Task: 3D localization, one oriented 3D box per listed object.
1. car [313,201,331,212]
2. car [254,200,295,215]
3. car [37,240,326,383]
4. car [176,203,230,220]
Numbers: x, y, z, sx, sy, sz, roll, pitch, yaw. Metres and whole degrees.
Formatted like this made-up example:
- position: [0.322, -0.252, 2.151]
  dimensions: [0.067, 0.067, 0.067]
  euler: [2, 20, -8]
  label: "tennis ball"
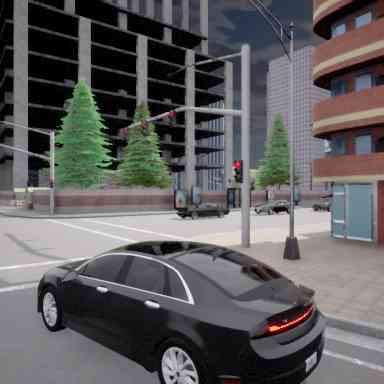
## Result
- position: [16.675, 1.407, 40.284]
  dimensions: [4.553, 1.767, 2.097]
  euler: [0, 0, -35]
  label: "car"
- position: [8.579, 1.547, 34.530]
  dimensions: [4.902, 1.511, 2.128]
  euler: [0, 0, -35]
  label: "car"
- position: [-0.585, 1.505, 5.050]
  dimensions: [4.892, 1.490, 1.837]
  euler: [0, 0, 41]
  label: "car"
- position: [0.987, 1.656, 29.111]
  dimensions: [4.718, 1.301, 1.895]
  euler: [0, 0, -36]
  label: "car"
